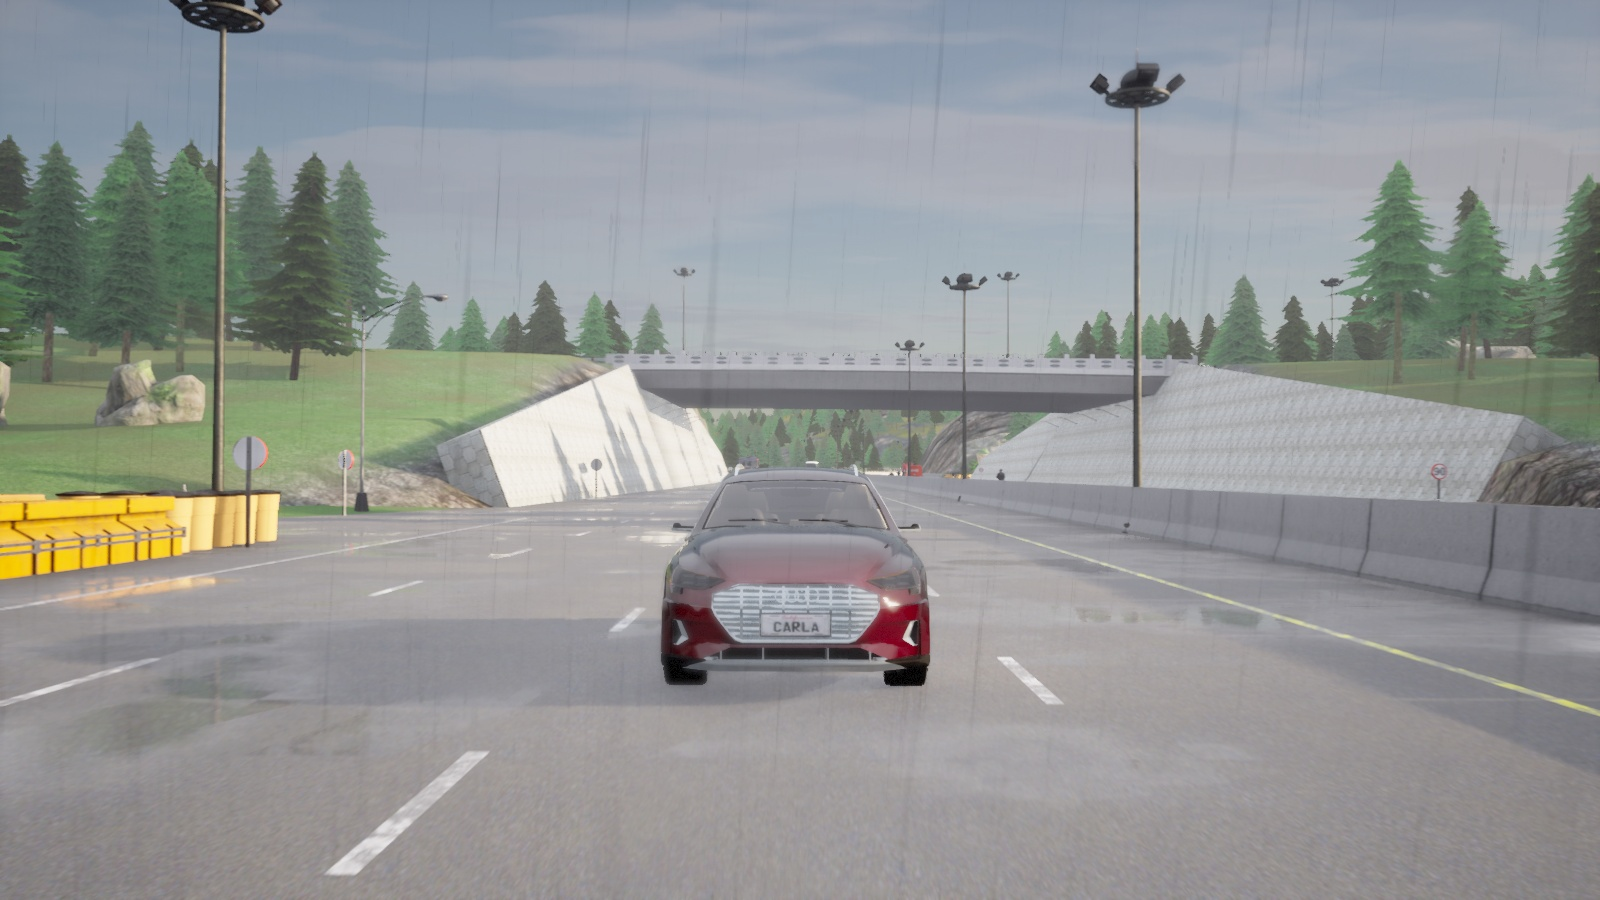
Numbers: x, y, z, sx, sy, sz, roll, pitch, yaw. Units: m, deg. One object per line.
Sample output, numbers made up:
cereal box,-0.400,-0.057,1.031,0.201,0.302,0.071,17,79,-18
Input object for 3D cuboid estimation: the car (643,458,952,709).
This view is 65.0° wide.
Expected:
car,-0.026,0.925,10.717,2.033,1.649,4.856,0,-1,0
